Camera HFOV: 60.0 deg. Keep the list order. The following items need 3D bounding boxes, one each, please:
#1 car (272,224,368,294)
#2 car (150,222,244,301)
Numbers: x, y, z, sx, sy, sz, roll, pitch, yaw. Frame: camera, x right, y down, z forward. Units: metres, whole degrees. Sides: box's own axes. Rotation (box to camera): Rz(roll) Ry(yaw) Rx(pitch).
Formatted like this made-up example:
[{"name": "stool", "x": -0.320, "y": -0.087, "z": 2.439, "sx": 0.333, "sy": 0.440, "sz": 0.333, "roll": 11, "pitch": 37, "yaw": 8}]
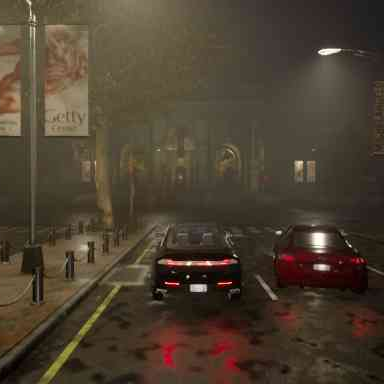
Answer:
[{"name": "car", "x": 3.248, "y": 1.564, "z": 8.981, "sx": 1.994, "sy": 1.385, "sz": 4.181, "roll": 0, "pitch": 0, "yaw": 14}, {"name": "car", "x": 0.077, "y": 1.492, "z": 8.327, "sx": 2.128, "sy": 1.511, "sz": 4.902, "roll": 0, "pitch": 0, "yaw": -1}]
